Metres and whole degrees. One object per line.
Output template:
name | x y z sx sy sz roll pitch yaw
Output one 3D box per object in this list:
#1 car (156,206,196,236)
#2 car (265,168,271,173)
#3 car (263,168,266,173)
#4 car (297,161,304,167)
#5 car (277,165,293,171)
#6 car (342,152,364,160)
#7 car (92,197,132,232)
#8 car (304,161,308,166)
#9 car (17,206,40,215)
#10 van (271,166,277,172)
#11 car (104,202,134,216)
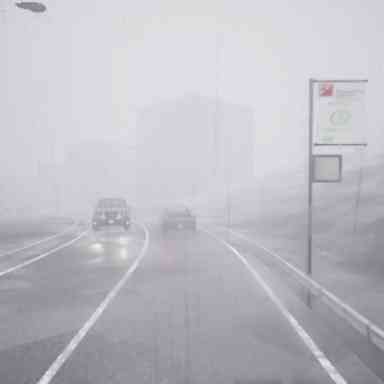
car | -0.970 1.569 19.162 2.128 1.511 4.902 0 -1 -10
car | 20.654 -5.111 83.915 2.002 1.452 4.674 0 1 -1
car | 20.534 -5.476 89.397 2.435 2.045 5.566 0 1 -1
car | 21.133 -4.926 61.863 2.185 1.767 4.553 0 1 -1
car | 20.893 -4.984 72.878 2.231 1.521 4.892 0 1 -1
car | 21.495 -4.620 45.180 2.185 1.767 4.553 0 1 -1
car | -5.112 1.356 21.375 2.150 2.045 5.566 0 -1 -12
car | 21.253 -4.827 56.345 2.185 1.767 4.553 0 1 -1
car | -27.595 3.159 56.036 4.902 1.511 2.128 -4 -1 37
van | 20.776 -5.294 78.271 1.878 1.987 4.442 0 1 -1
car | -9.039 2.042 40.965 2.128 1.511 4.902 -1 -1 -30
